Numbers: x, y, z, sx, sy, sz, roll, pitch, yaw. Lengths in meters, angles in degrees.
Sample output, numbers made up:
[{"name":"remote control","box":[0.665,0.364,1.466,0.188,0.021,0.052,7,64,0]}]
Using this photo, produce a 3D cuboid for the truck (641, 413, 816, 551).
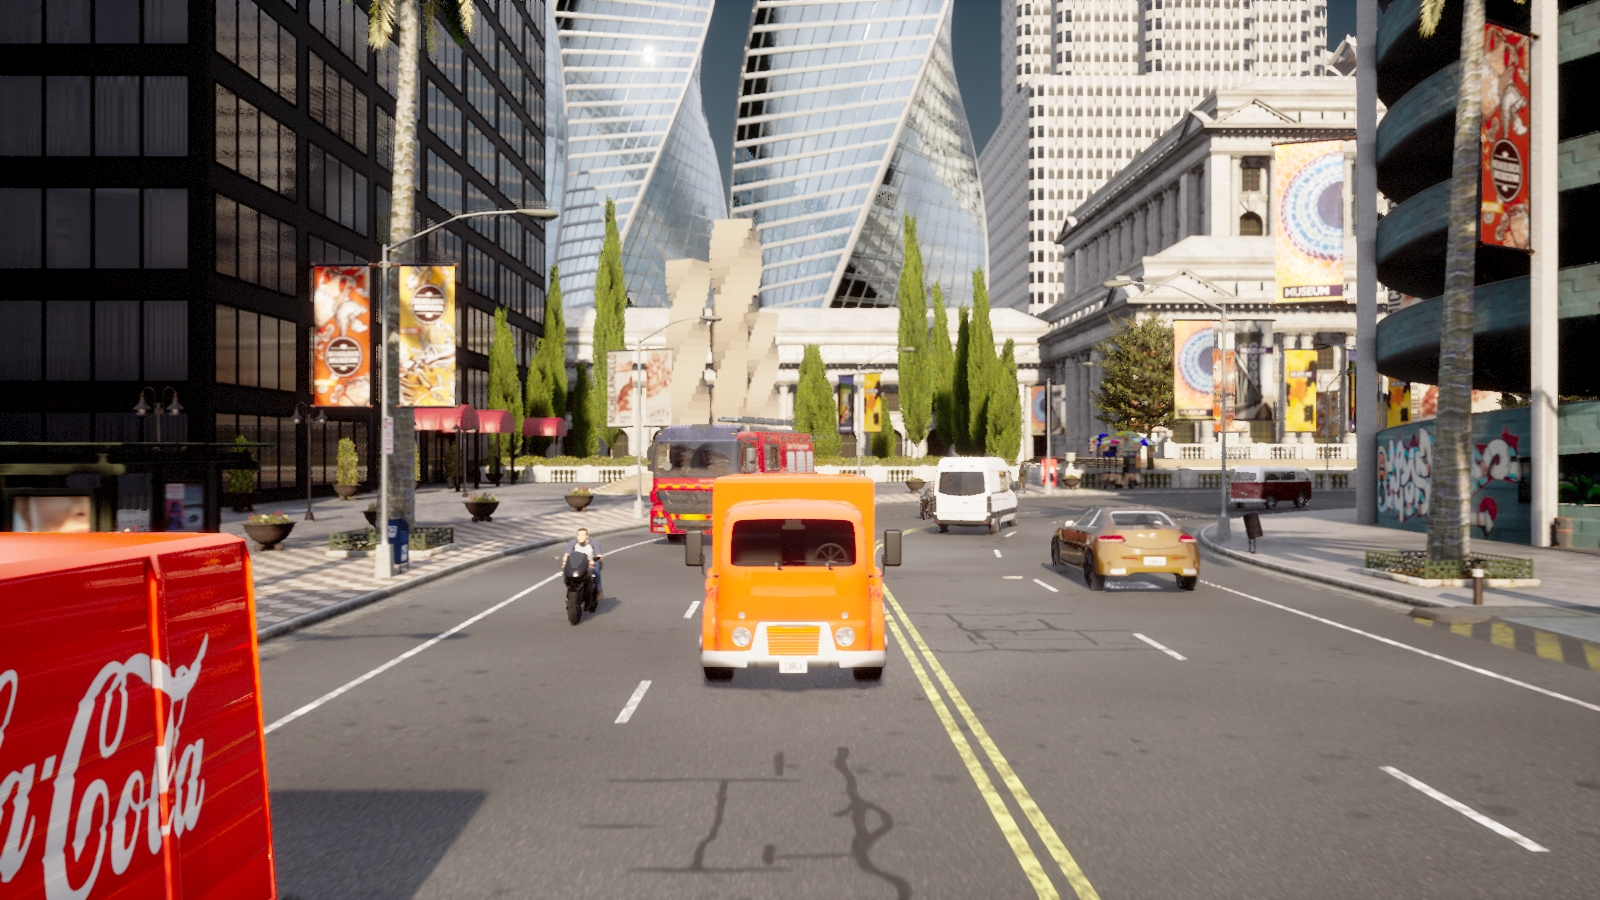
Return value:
[{"name":"truck","box":[-1.992,0.890,36.311,2.891,3.827,8.468,0,0,16]}]

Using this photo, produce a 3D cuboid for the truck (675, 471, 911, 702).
[{"name":"truck","box":[-0.086,1.567,15.334,2.627,2.467,5.204,0,0,0]}]

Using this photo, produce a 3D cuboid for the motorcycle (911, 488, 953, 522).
[{"name":"motorcycle","box":[5.368,2.204,46.332,0.867,1.251,2.209,1,0,30]}]

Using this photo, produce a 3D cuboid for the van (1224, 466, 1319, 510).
[{"name":"van","box":[22.615,1.782,54.809,4.480,2.038,2.069,0,-1,-34]}]

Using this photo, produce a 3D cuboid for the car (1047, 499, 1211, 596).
[{"name":"car","box":[6.880,1.991,24.514,2.152,1.651,5.027,0,0,1]}]

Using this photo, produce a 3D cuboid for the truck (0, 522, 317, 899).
[{"name":"truck","box":[-3.530,1.568,2.670,2.627,2.467,5.204,0,0,0]}]

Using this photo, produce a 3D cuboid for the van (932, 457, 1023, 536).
[{"name":"van","box":[6.332,1.534,40.231,1.988,2.561,5.915,0,0,21]}]

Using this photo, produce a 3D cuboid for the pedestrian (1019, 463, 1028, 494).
[{"name":"pedestrian","box":[13.450,1.695,68.623,0.375,1.860,0.375,0,0,-41]}]
